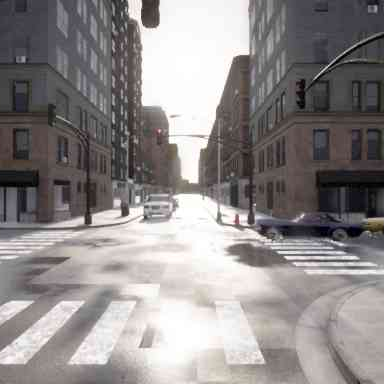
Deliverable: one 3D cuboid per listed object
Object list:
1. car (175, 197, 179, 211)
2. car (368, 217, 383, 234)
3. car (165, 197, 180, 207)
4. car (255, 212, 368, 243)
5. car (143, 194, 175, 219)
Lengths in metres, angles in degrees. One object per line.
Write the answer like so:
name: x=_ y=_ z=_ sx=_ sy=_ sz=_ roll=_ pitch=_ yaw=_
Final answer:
car: x=-2.914 y=1.342 z=39.479 sx=2.097 sy=1.767 sz=4.553 roll=0 pitch=0 yaw=0
car: x=11.601 y=1.554 z=17.923 sx=4.829 sy=1.417 sz=1.752 roll=0 pitch=0 yaw=0
car: x=-2.935 y=1.529 z=51.205 sx=2.033 sy=1.411 sz=5.357 roll=0 pitch=0 yaw=0
car: x=5.379 y=1.615 z=15.835 sx=4.718 sy=1.301 sz=1.895 roll=0 pitch=0 yaw=9
car: x=-2.901 y=1.216 z=29.215 sx=2.150 sy=2.045 sz=5.566 roll=0 pitch=0 yaw=0
